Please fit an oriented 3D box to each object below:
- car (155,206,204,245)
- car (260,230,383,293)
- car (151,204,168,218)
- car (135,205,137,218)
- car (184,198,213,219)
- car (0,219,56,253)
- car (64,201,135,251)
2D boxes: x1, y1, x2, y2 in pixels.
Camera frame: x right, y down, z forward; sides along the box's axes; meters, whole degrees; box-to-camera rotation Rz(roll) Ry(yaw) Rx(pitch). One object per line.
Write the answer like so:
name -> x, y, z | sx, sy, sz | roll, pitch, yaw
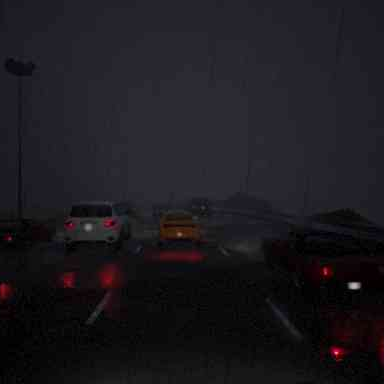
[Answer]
car -> -0.737, 1.675, 16.683 | 1.882, 1.535, 5.008 | 0, -1, -5
car -> 3.283, 1.691, 9.135 | 1.895, 1.301, 4.718 | 0, -1, -3
car -> -3.248, 1.969, 35.106 | 2.033, 1.411, 5.357 | 0, -1, -11
car -> -6.991, 1.801, 35.848 | 2.097, 1.767, 4.553 | 0, -1, -11
car -> 0.542, 1.608, 33.662 | 2.150, 2.045, 5.566 | 0, -1, -10
car -> -7.558, 1.808, 14.539 | 1.895, 1.301, 4.718 | 0, -1, -4
car -> -4.100, 1.419, 15.232 | 2.150, 2.045, 5.566 | 0, -1, -4
